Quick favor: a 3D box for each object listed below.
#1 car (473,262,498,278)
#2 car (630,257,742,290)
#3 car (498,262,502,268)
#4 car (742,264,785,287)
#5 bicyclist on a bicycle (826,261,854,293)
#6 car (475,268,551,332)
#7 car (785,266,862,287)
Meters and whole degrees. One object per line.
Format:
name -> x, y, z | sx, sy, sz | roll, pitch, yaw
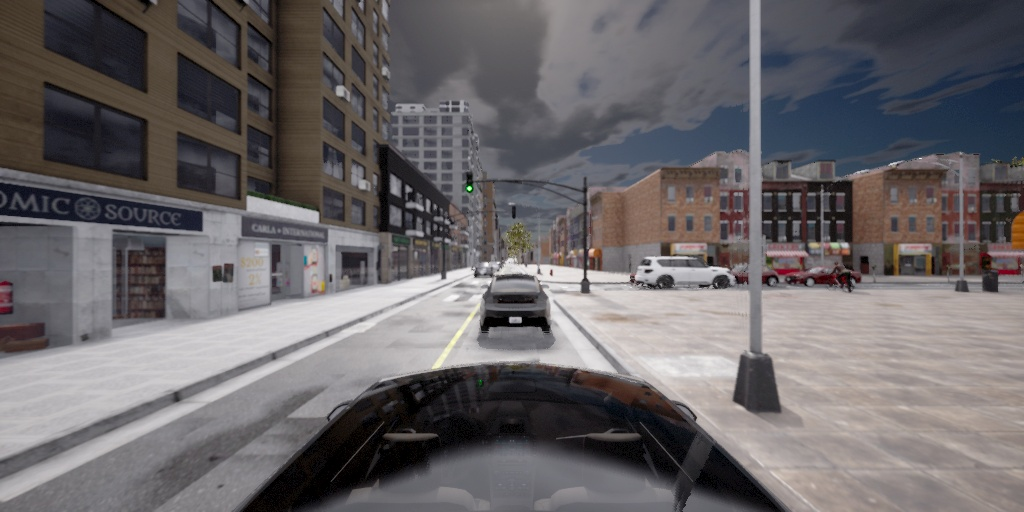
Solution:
car -> -2.860, 1.416, 36.873 | 2.128, 1.511, 4.902 | 0, 0, -1
car -> 10.636, 1.053, 22.273 | 5.566, 2.045, 2.150 | 0, 0, 1
car -> -2.843, 1.557, 52.524 | 1.812, 1.442, 4.674 | 0, 0, 1
car -> 15.828, 1.270, 24.684 | 4.097, 1.591, 1.967 | 0, 0, 0
bicyclist on a bicycle -> 17.375, 1.117, 19.039 | 0.582, 1.620, 1.656 | 0, 0, 0
car -> 0.101, 1.288, 10.949 | 1.837, 1.490, 4.892 | 0, 0, 0
car -> 21.292, 1.370, 24.679 | 4.507, 1.381, 1.888 | 0, 0, 0
